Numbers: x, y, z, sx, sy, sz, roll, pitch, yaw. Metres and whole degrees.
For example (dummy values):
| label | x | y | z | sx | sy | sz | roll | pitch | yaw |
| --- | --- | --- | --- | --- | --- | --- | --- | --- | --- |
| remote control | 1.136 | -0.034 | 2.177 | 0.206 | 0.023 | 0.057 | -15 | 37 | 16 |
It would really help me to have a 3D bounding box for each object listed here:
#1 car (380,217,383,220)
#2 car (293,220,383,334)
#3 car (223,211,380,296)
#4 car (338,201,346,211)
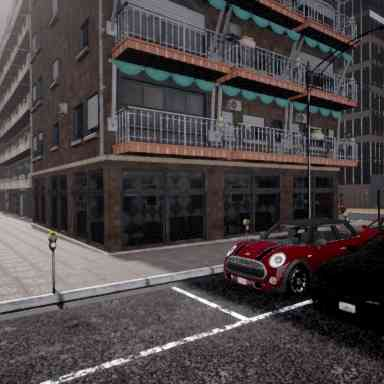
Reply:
| label | x | y | z | sx | sy | sz | roll | pitch | yaw |
| --- | --- | --- | --- | --- | --- | --- | --- | --- | --- |
| car | 7.228 | 1.543 | 11.716 | 4.507 | 1.381 | 1.887 | 0 | -1 | -35 |
| car | 4.388 | 1.476 | 6.486 | 5.008 | 1.535 | 1.882 | 0 | 0 | -35 |
| car | 2.728 | 1.439 | 8.512 | 4.097 | 1.590 | 1.967 | 0 | -1 | -35 |
| car | 16.498 | 1.746 | 40.603 | 1.967 | 1.590 | 4.097 | -2 | 0 | -36 |
